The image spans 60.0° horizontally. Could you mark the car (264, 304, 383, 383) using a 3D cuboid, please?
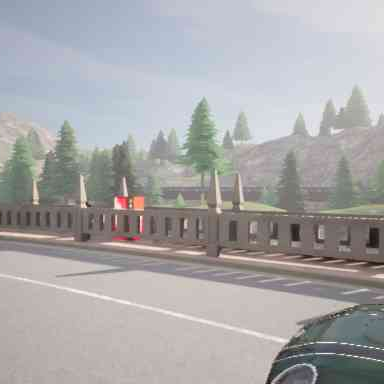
[{"bbox_3d":[2.668,1.352,1.877,4.553,1.767,2.097,0,0,35],"label":"car"}]

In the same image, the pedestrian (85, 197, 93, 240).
[{"bbox_3d":[-4.529,1.135,14.350,0.375,1.860,0.375,1,1,28],"label":"pedestrian"}]

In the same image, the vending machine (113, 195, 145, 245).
[{"bbox_3d":[-2.789,1.189,14.724,0.880,2.100,1.100,1,0,29],"label":"vending machine"}]
